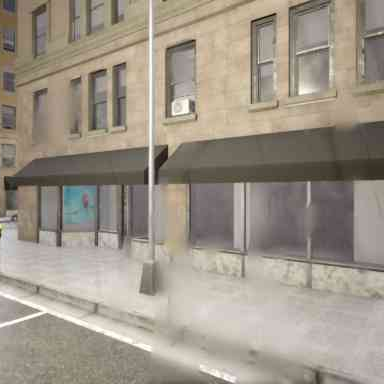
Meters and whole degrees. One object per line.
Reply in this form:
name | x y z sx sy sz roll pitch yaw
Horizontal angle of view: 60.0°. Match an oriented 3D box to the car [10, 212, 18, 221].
car | -11.158 1.636 26.110 2.033 1.411 5.357 0 0 36
